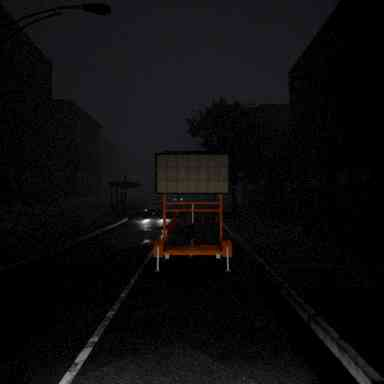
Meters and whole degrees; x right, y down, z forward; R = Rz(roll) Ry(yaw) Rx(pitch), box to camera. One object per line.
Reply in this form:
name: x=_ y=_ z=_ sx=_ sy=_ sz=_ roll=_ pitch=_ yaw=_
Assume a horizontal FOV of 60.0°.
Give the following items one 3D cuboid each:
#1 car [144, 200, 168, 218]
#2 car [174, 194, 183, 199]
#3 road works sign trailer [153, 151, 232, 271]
car: x=-3.159 y=1.484 z=29.695 sx=1.812 sy=1.442 sz=4.674 roll=0 pitch=0 yaw=0
car: x=-3.322 y=0.889 z=81.067 sx=1.882 sy=1.535 sz=5.008 roll=0 pitch=0 yaw=0
road works sign trailer: x=0.024 y=0.470 z=10.858 sx=2.380 sy=3.560 sz=2.880 roll=0 pitch=0 yaw=0
